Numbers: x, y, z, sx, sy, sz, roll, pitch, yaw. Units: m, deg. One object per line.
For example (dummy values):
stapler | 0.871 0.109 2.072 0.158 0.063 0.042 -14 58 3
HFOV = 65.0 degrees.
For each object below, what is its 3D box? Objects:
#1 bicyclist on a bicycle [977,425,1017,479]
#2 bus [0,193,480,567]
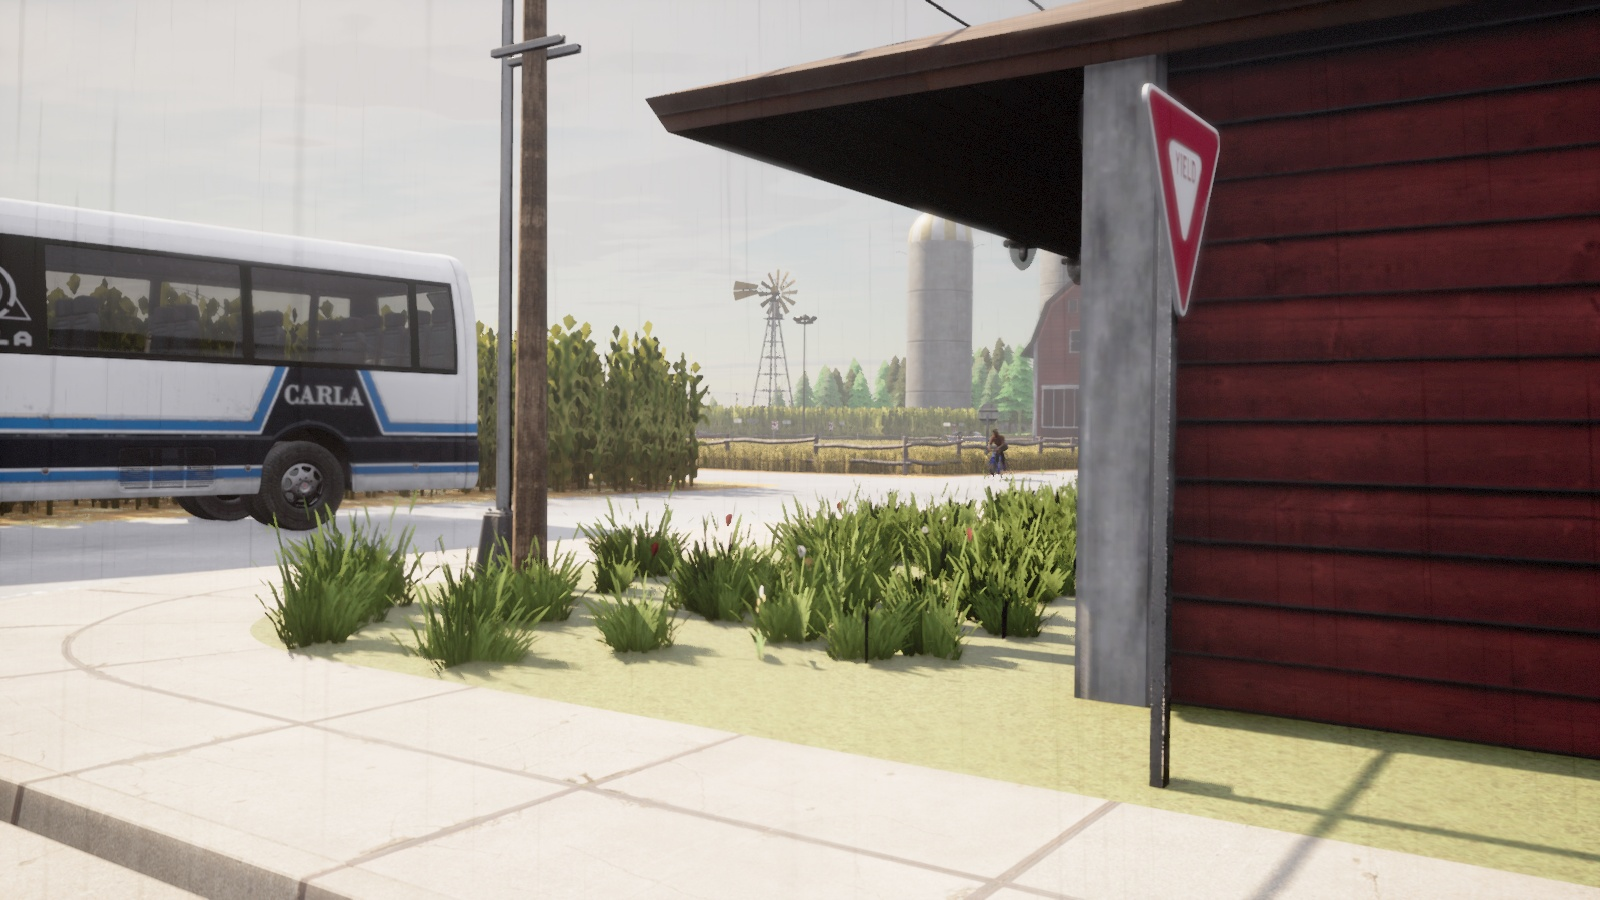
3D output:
bicyclist on a bicycle | 6.133 0.054 39.074 0.582 1.620 1.656 0 1 34
bus | -9.739 -0.826 16.503 3.944 4.253 10.273 0 1 41
